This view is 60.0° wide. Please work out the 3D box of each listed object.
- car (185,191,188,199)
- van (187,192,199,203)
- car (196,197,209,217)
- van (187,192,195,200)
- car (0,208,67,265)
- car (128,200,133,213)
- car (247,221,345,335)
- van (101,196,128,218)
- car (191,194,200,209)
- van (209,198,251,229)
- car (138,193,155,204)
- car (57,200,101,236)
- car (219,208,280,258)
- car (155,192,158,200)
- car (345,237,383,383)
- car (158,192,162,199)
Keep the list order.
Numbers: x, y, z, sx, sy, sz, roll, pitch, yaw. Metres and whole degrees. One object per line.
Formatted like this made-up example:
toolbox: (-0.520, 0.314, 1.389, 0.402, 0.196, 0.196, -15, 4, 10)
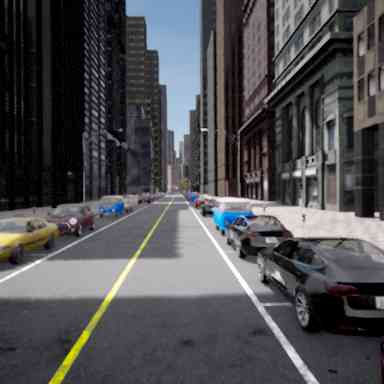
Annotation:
car: (0.261, 0.955, 62.873, 2.192, 1.841, 5.009, 0, 0, -2)
van: (0.490, 1.009, 57.242, 1.690, 1.788, 3.998, 0, 0, -2)
car: (1.637, 1.383, 29.083, 1.947, 1.339, 4.313, 0, 0, -2)
van: (-0.197, 0.927, 74.136, 1.690, 1.788, 3.998, 0, 0, -2)
car: (-6.187, 1.500, 11.659, 1.752, 1.417, 4.829, 0, 0, -2)
car: (-7.103, 1.375, 34.185, 1.752, 1.417, 4.829, 0, 0, -2)
car: (2.552, 1.509, 6.554, 1.947, 1.339, 4.313, 0, 0, -2)
van: (-6.882, 1.221, 28.723, 1.690, 1.788, 3.998, 0, 0, -2)
car: (1.178, 1.300, 40.346, 1.887, 1.381, 4.507, 0, 0, -2)
van: (2.094, 1.221, 17.817, 1.690, 1.788, 3.998, 0, 0, -2)
car: (-8.027, 1.045, 56.881, 2.192, 1.841, 5.009, 0, 0, -2)
car: (-6.423, 1.382, 17.460, 1.967, 1.590, 4.097, 0, 0, -2)
car: (2.323, 1.477, 12.186, 1.947, 1.339, 4.313, 0, 0, -2)
car: (-8.484, 1.220, 68.144, 1.887, 1.381, 4.507, 0, 0, -2)
car: (2.781, 1.289, 0.921, 2.192, 1.841, 5.009, 0, 0, -2)
car: (-8.942, 1.173, 79.407, 2.008, 1.369, 4.403, 0, 0, -2)
